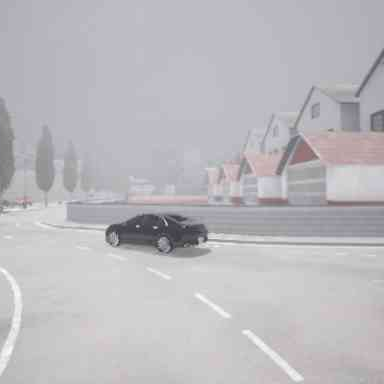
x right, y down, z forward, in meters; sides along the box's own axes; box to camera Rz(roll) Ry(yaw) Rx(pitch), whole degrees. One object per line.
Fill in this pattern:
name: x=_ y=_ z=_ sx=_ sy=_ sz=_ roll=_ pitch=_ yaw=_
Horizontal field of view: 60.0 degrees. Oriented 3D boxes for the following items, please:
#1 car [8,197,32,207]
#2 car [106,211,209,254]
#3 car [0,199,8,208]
car: x=-30.736 y=1.718 z=60.114 sx=2.097 sy=1.767 sz=4.553 roll=-1 pitch=0 yaw=-5
car: x=-1.580 y=1.559 z=13.812 sx=4.892 sy=1.490 sz=1.837 roll=-1 pitch=1 yaw=38
car: x=-34.179 y=1.929 z=59.361 sx=2.128 sy=1.511 sz=4.902 roll=-1 pitch=0 yaw=-5
